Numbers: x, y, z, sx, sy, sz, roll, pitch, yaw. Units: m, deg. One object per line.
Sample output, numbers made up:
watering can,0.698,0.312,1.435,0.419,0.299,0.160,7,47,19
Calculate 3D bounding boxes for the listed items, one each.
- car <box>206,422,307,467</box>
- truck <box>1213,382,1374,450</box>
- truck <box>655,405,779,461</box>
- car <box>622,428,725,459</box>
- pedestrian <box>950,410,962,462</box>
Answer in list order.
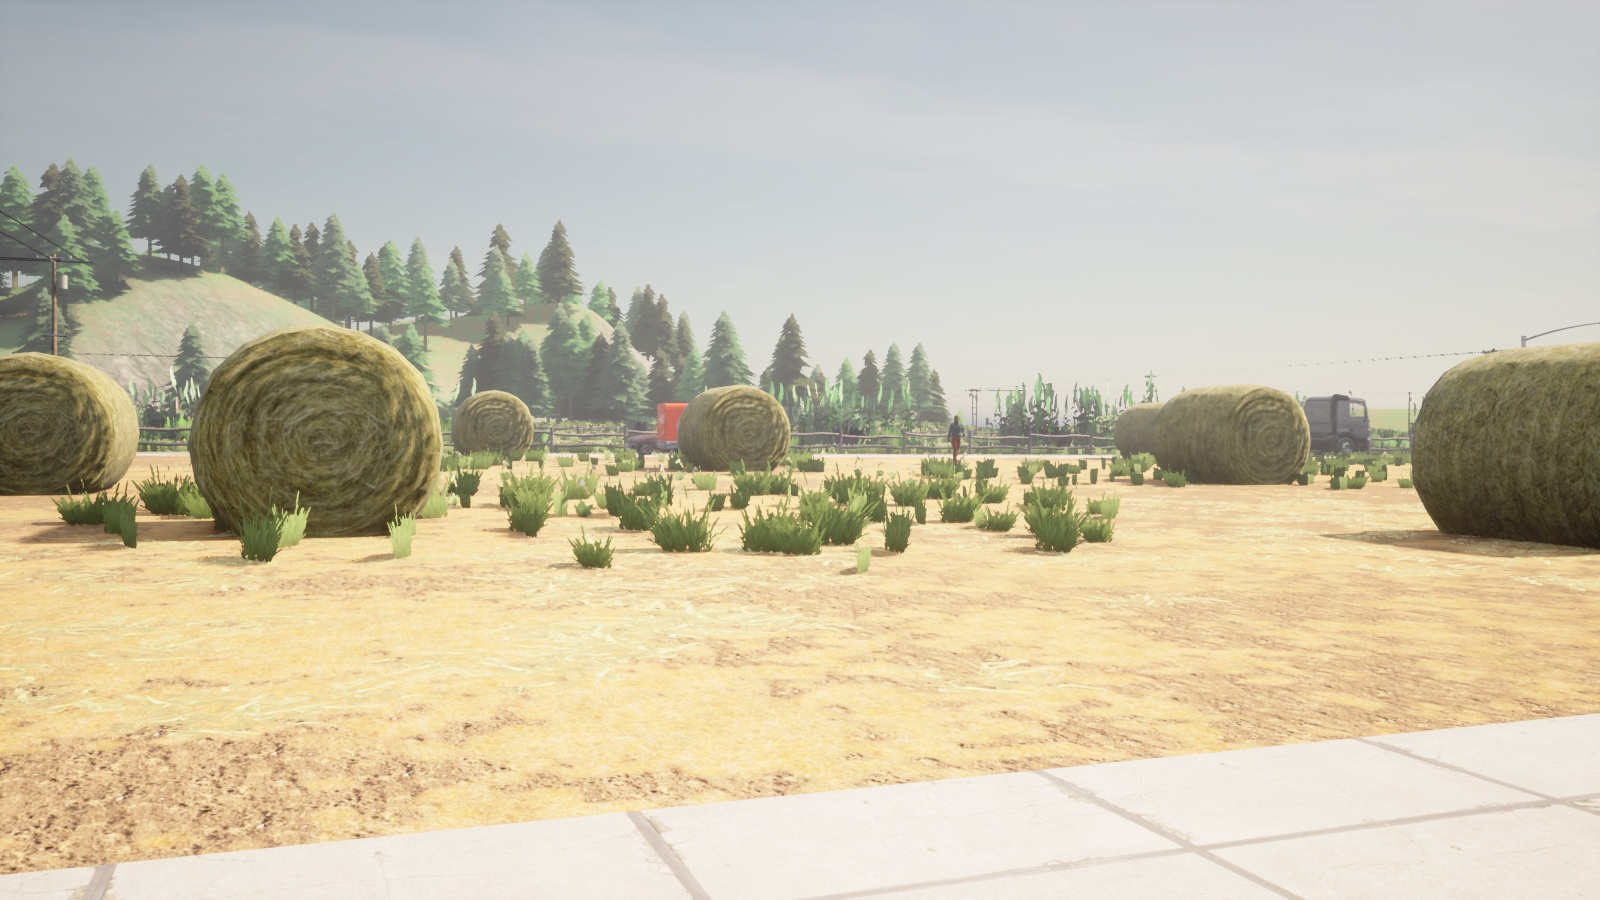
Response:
car,-23.926,-0.253,55.423,3.866,1.878,1.905,-1,1,-17
truck,26.359,-1.825,67.102,7.936,3.462,2.891,-1,1,-17
truck,-3.839,-0.809,57.891,5.204,2.467,2.627,-1,1,-17
car,-6.138,-0.330,60.856,4.674,1.442,1.812,-1,1,-17
pedestrian,5.606,-0.514,45.163,0.353,1.847,0.614,-1,1,0
